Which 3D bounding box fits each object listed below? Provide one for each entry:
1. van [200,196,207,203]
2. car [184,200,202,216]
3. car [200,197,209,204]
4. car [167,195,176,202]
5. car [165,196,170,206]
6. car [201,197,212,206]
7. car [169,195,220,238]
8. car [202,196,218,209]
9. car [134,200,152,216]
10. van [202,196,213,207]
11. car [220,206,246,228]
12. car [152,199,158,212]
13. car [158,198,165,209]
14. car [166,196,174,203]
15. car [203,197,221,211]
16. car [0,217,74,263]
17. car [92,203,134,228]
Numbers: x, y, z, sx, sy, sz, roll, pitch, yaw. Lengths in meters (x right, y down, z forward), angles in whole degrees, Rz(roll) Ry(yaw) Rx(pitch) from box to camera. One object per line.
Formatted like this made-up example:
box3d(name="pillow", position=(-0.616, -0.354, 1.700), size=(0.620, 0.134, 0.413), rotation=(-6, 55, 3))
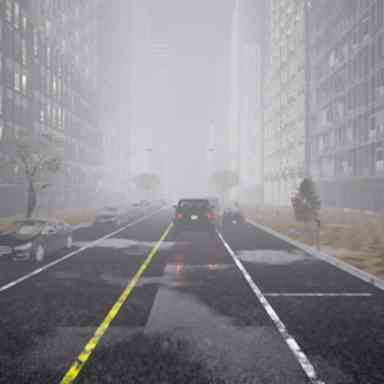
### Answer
box3d(name="van", position=(2.744, 1.803, 80.213), size=(1.690, 1.788, 3.998), rotation=(-1, 0, 0))
box3d(name="car", position=(0.132, 1.720, 36.896), size=(1.837, 1.490, 4.892), rotation=(0, 0, 0))
box3d(name="car", position=(2.741, 1.870, 74.529), size=(1.967, 1.590, 4.097), rotation=(-1, 0, 0))
box3d(name="car", position=(-5.627, 1.841, 91.587), size=(2.192, 1.841, 5.009), rotation=(-1, 0, 0))
box3d(name="car", position=(-5.648, 1.932, 63.168), size=(1.947, 1.339, 4.313), rotation=(-1, 0, 0))
box3d(name="car", position=(2.732, 1.806, 63.162), size=(1.967, 1.590, 4.097), rotation=(-1, 0, 0))
box3d(name="car", position=(0.117, 1.331, 18.596), size=(2.150, 2.045, 5.566), rotation=(0, 0, 0))
box3d(name="car", position=(2.722, 1.616, 51.796), size=(2.192, 1.841, 5.009), rotation=(-1, 0, 0))
box3d(name="car", position=(-5.670, 1.785, 34.750), size=(1.802, 1.307, 4.206), rotation=(-1, 0, 0))
box3d(name="van", position=(2.727, 1.675, 57.479), size=(1.690, 1.788, 3.998), rotation=(-1, 0, 0))
box3d(name="car", position=(2.701, 1.688, 23.376), size=(2.008, 1.369, 4.403), rotation=(-1, 0, 0))
box3d(name="car", position=(-5.667, 1.676, 40.434), size=(1.967, 1.590, 4.097), rotation=(-1, 0, 0))
box3d(name="car", position=(-5.657, 1.826, 51.631), size=(1.752, 1.417, 4.829), rotation=(-1, 0, 0))
box3d(name="car", position=(-5.630, 1.934, 85.903), size=(1.967, 1.590, 4.097), rotation=(-1, 0, 0))
box3d(name="car", position=(2.717, 1.584, 46.112), size=(2.192, 1.841, 5.009), rotation=(-1, 0, 0))
box3d(name="car", position=(-5.689, 1.622, 12.016), size=(2.008, 1.369, 4.403), rotation=(-1, 0, 0))
box3d(name="car", position=(-5.679, 1.688, 23.383), size=(2.008, 1.369, 4.403), rotation=(-1, 0, 0))
